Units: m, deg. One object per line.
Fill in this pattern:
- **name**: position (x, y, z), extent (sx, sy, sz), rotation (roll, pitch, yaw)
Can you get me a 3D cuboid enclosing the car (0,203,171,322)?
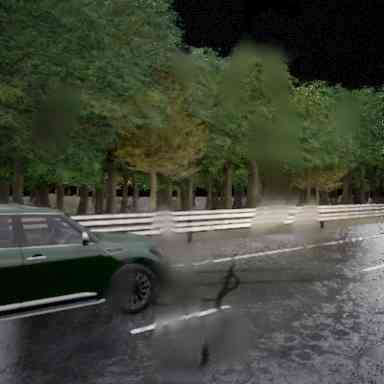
- **car**: position (-3.069, 1.222, 5.875), extent (5.566, 2.045, 2.150), rotation (0, 0, -36)
